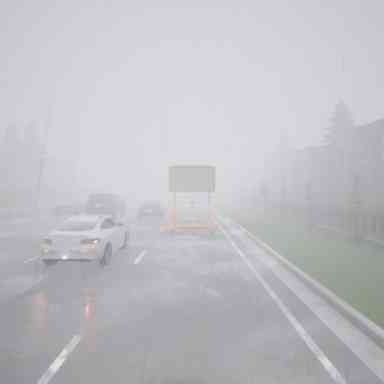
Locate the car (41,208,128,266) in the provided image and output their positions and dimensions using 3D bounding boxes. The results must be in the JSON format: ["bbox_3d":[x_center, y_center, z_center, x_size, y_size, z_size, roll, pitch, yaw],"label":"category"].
[{"bbox_3d":[-3.415,1.485,11.218,1.812,1.442,4.674,0,0,0],"label":"car"}]

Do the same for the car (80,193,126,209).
[{"bbox_3d":[-6.899,1.124,27.051,2.150,2.045,5.566,0,0,0],"label":"car"}]

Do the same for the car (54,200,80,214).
[{"bbox_3d":[-10.412,1.422,28.863,1.812,1.442,4.674,0,0,0],"label":"car"}]

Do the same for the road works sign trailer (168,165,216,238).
[{"bbox_3d":[0.001,0.402,17.112,2.380,3.560,2.880,0,0,0],"label":"road works sign trailer"}]

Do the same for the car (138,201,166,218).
[{"bbox_3d":[-3.397,1.461,28.509,1.994,1.385,4.181,0,0,0],"label":"car"}]
